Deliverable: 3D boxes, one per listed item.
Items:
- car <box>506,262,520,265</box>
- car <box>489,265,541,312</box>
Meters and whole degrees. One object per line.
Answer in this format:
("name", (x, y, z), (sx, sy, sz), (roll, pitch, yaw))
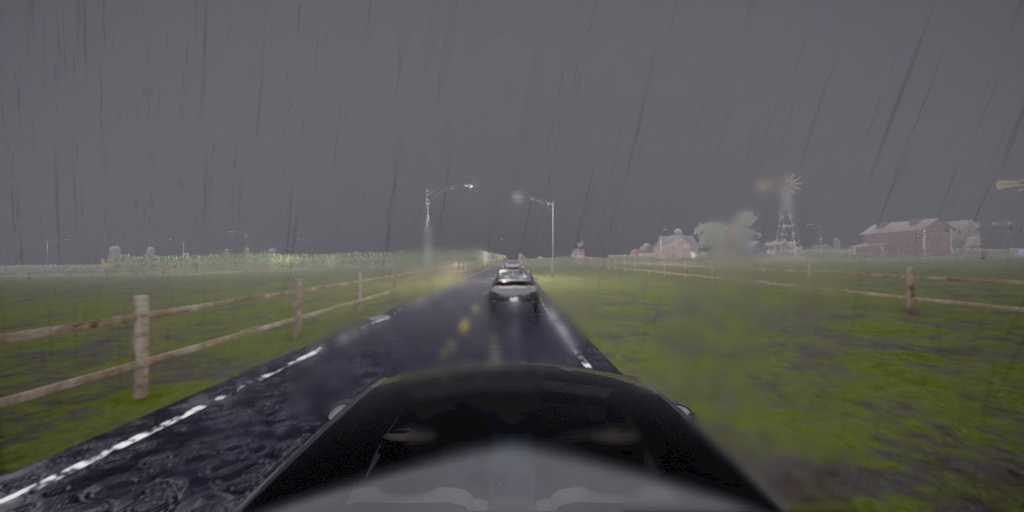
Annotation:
("car", (0.093, 1.368, 34.948), (1.837, 1.490, 4.892), (0, 0, 0))
("car", (0.100, 1.284, 14.517), (2.128, 1.511, 4.902), (0, 0, 0))
